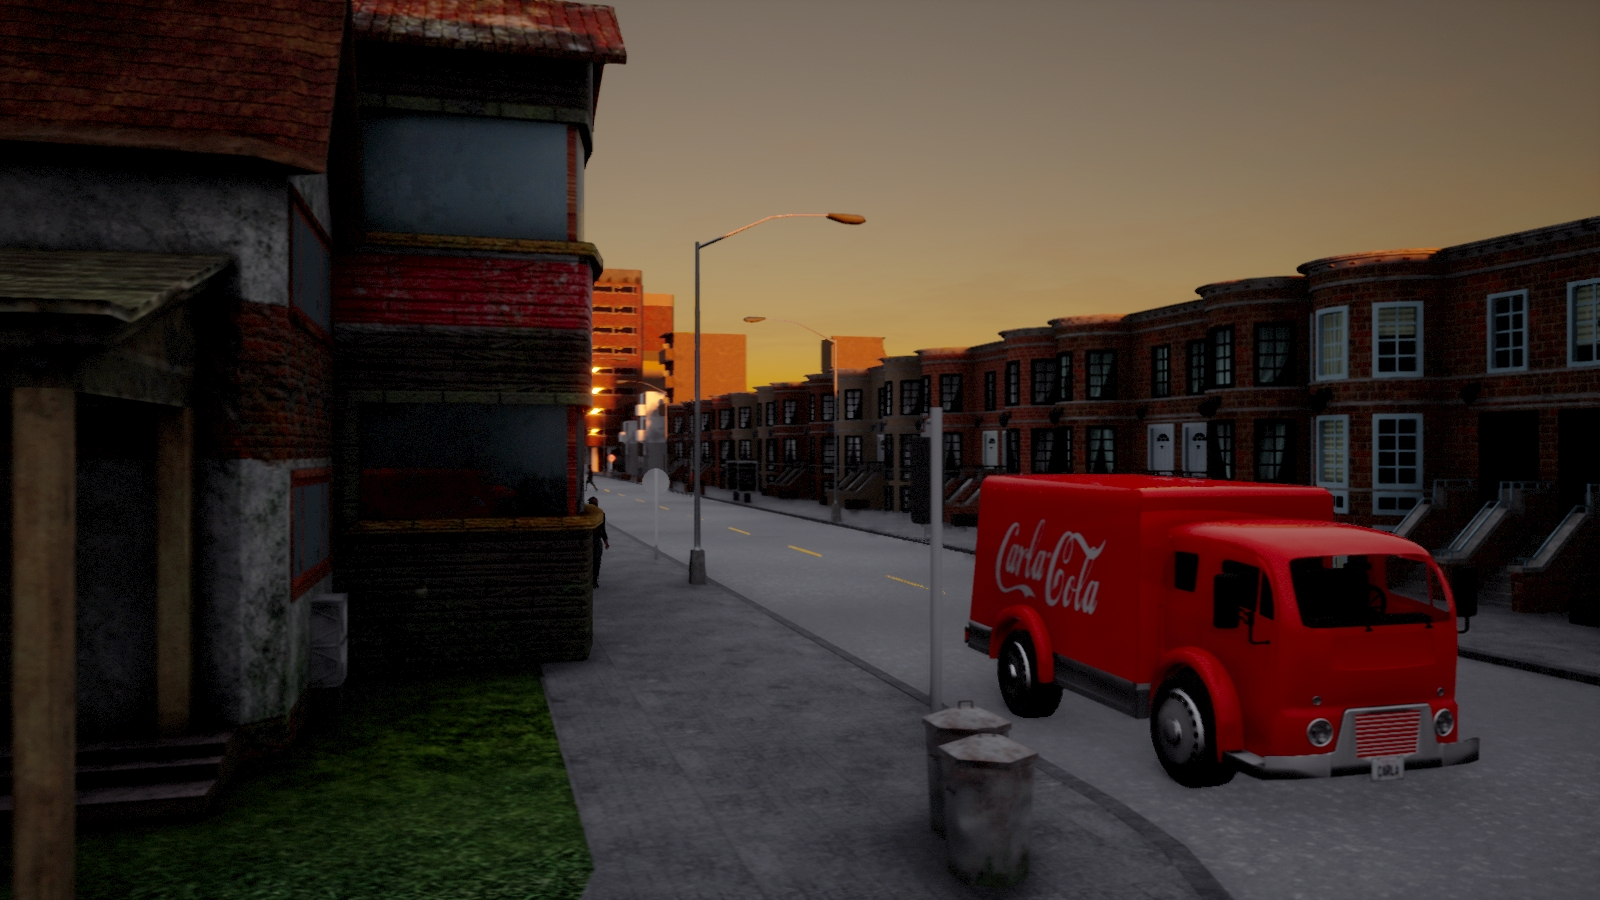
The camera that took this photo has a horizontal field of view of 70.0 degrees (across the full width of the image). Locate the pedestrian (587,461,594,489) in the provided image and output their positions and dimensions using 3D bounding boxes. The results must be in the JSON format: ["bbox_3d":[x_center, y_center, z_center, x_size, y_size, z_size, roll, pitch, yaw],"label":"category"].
[{"bbox_3d":[-13.940,1.636,76.115,0.375,1.860,0.375,0,0,1],"label":"pedestrian"}]

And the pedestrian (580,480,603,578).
[{"bbox_3d":[-4.032,1.526,22.125,0.375,1.860,0.375,0,0,-22],"label":"pedestrian"}]

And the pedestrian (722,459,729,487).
[{"bbox_3d":[-4.951,1.532,75.559,0.375,1.860,0.375,0,0,-19],"label":"pedestrian"}]

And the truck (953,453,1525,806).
[{"bbox_3d":[3.780,1.329,11.251,2.627,2.467,5.204,0,1,-16],"label":"truck"}]
